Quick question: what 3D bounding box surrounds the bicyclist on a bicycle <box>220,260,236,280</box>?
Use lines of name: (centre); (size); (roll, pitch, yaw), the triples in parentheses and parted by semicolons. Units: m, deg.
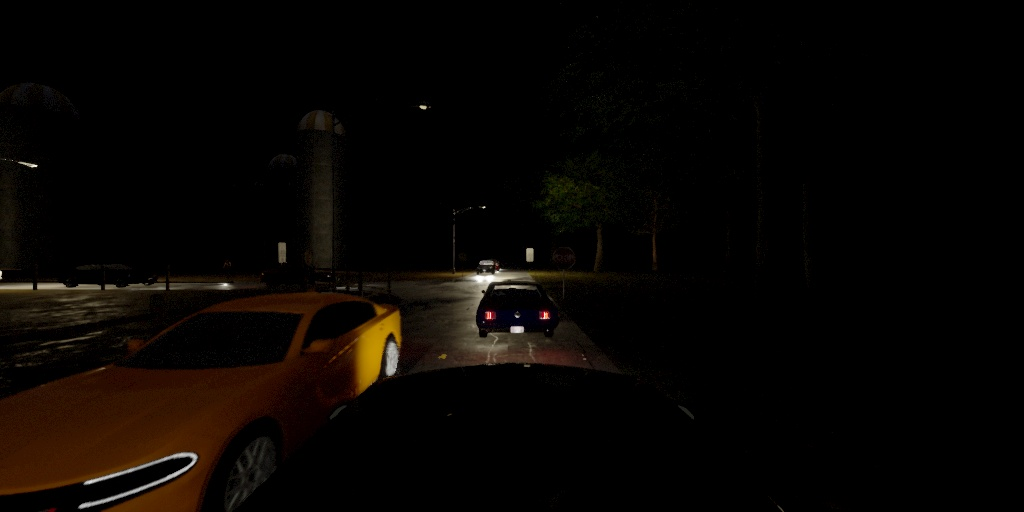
bicyclist on a bicycle: (-22.734, 1.135, 28.724); (0.582, 1.620, 1.656); (0, 0, 0)

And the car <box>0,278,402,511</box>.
car: (-2.853, 1.227, 4.289); (1.882, 1.535, 5.008); (0, 0, 0)

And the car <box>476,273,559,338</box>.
car: (0.060, 1.350, 10.201); (1.895, 1.301, 4.718); (0, 0, -2)

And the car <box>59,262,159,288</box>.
car: (-25.429, 1.168, 22.727); (5.008, 1.535, 1.882); (0, 0, 0)

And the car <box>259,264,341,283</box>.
car: (-13.493, 1.244, 22.981); (4.674, 1.442, 1.812); (0, 0, -4)

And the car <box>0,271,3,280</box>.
car: (-36.095, 0.889, 22.654); (5.566, 2.045, 2.150); (0, 0, 0)

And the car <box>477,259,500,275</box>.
car: (-2.837, 1.270, 39.896); (2.128, 1.511, 4.902); (0, 0, 0)
